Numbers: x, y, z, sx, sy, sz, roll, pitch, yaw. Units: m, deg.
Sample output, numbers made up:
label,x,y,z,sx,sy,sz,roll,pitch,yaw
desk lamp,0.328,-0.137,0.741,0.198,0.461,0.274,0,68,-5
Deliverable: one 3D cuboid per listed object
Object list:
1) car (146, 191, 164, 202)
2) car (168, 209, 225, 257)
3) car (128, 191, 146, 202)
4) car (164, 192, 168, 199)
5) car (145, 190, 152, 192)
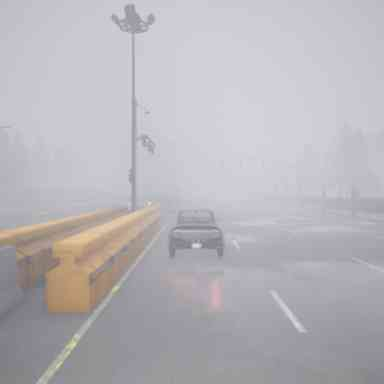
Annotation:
label,x,y,z,sx,sy,sz,roll,pitch,yaw
car,-6.719,1.059,60.591,1.837,1.490,4.892,0,1,1
car,0.149,1.401,12.534,2.128,1.511,4.902,0,0,0
car,-10.210,1.103,60.454,2.033,1.411,5.357,0,0,1
car,-6.600,0.801,75.492,2.097,1.767,4.553,0,0,0
car,-10.095,0.664,76.342,2.150,2.045,5.566,0,0,0
